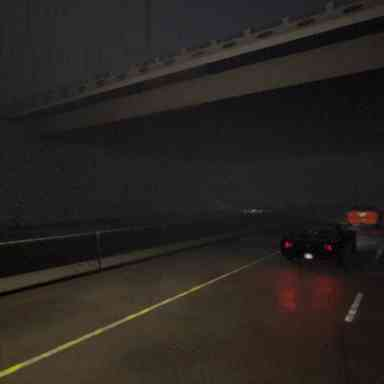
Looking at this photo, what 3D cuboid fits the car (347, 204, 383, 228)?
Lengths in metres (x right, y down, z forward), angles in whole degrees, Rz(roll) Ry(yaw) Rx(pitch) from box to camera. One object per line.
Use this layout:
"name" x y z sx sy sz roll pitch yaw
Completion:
"car" 13.333 1.697 25.572 2.097 1.767 4.553 -1 -1 33

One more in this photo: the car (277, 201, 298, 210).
"car" 16.744 2.331 56.956 1.882 1.535 5.008 -1 -1 33

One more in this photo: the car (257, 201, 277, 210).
"car" 13.810 2.506 58.850 1.895 1.301 4.718 -1 -1 33

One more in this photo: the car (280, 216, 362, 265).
"car" 4.949 1.784 12.508 1.895 1.301 4.718 -1 -1 33

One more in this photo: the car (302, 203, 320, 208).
"car" 19.711 2.402 55.097 1.895 1.301 4.718 -1 -1 33

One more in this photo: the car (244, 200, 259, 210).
"car" 11.371 2.320 61.513 2.097 1.767 4.553 -1 -1 33
